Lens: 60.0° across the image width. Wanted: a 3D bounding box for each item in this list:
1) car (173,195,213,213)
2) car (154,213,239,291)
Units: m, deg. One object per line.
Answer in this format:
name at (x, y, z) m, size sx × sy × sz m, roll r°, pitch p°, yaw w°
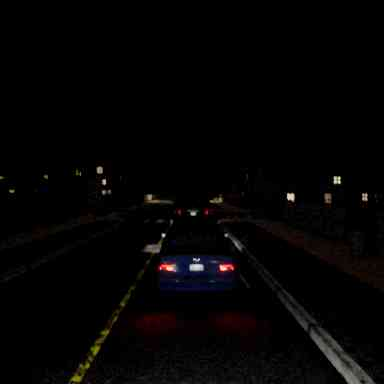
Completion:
car at (0.063, 1.184, 19.520) m, size 2.150 × 2.045 × 5.566 m, roll 0°, pitch 0°, yaw 0°
car at (0.084, 1.528, 9.053) m, size 2.033 × 1.411 × 5.357 m, roll 0°, pitch 0°, yaw 0°
